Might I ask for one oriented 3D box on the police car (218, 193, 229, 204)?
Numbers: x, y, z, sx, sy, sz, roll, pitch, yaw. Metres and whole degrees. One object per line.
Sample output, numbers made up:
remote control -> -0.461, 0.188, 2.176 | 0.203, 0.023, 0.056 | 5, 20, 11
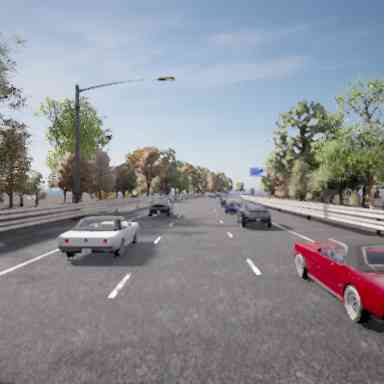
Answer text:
police car -> 4.866, 1.317, 45.110 | 1.930, 1.638, 5.238 | 0, 0, 3

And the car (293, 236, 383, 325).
car -> 3.654, 1.582, 7.039 | 1.895, 1.301, 4.718 | 0, 0, 1

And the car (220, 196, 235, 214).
car -> 4.293, 1.420, 34.168 | 2.163, 1.488, 4.792 | 0, 0, 3

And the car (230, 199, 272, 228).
car -> 3.957, 1.436, 21.900 | 2.128, 1.511, 4.902 | 0, 0, 2

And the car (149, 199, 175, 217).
car -> -2.747, 1.425, 30.568 | 1.837, 1.490, 4.892 | 0, 0, 2

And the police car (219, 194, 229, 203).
police car -> 6.461, 1.283, 66.806 | 1.930, 1.638, 5.238 | 0, 0, 5

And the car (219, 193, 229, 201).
car -> 7.472, 1.199, 77.496 | 2.097, 1.767, 4.553 | 0, 0, 6

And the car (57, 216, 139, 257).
car -> -3.274, 1.563, 12.679 | 1.895, 1.301, 4.718 | 0, 0, 1
